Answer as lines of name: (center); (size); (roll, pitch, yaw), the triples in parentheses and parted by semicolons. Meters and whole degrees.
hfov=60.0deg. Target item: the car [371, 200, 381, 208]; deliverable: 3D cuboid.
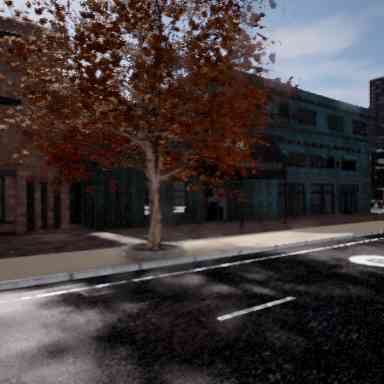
car: (30.929, 2.012, 57.465); (2.008, 1.369, 4.403); (-1, 0, -36)

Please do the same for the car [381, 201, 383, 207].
car: (29.033, 1.987, 45.705); (1.947, 1.339, 4.313); (-1, 0, -36)
